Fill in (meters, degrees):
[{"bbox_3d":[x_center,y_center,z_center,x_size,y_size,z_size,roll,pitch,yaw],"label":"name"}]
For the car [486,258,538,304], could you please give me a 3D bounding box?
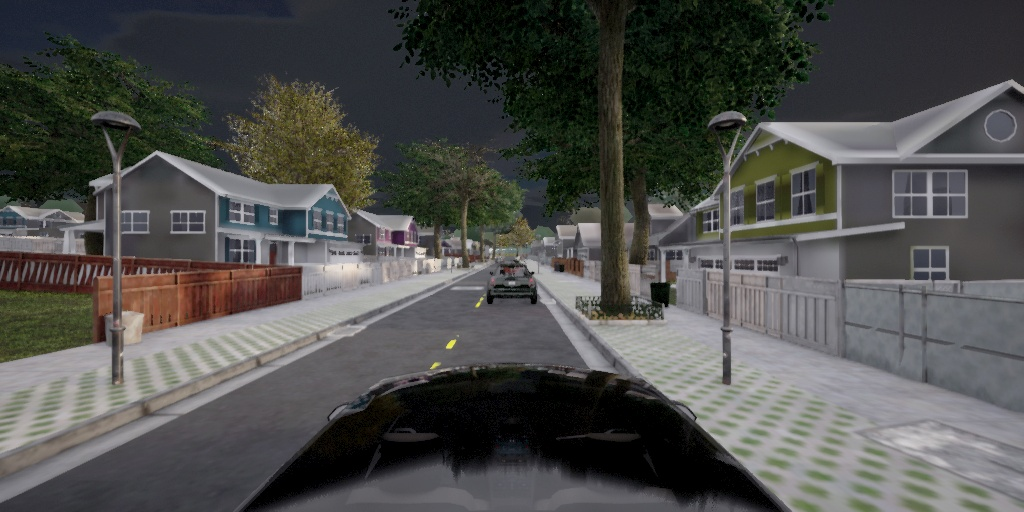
[{"bbox_3d":[0.000,1.104,16.468,2.097,1.767,4.553,0,0,0],"label":"car"}]
